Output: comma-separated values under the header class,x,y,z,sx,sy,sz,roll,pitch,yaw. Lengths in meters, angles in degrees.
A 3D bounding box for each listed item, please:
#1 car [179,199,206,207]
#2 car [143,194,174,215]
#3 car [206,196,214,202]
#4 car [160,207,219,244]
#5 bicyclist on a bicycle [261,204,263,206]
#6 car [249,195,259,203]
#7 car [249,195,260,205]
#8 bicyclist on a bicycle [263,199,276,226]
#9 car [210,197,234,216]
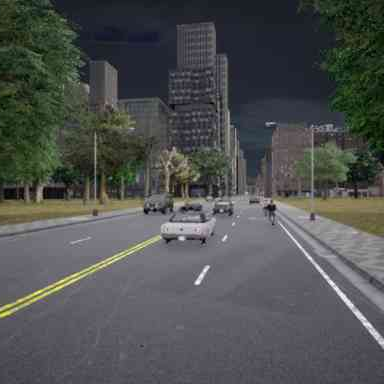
class,x,y,z,sx,sy,sz,roll,pitch,yaw
car,-0.090,1.635,34.539,1.895,1.301,4.718,0,0,10
car,-3.369,1.254,34.673,2.150,2.045,5.566,0,0,10
car,4.009,1.640,74.314,1.812,1.442,4.674,0,0,10
car,-0.003,1.607,15.902,1.895,1.301,4.718,0,0,10
bicyclist on a bicycle,6.808,1.466,30.605,0.866,1.612,1.509,0,0,11
car,13.685,1.498,73.024,2.097,1.767,4.553,0,0,10
car,11.998,1.617,63.274,1.837,1.490,4.892,0,0,10
bicyclist on a bicycle,5.137,1.385,21.502,0.659,1.776,1.843,0,0,10
car,3.188,1.559,33.358,1.812,1.442,4.674,0,0,10
